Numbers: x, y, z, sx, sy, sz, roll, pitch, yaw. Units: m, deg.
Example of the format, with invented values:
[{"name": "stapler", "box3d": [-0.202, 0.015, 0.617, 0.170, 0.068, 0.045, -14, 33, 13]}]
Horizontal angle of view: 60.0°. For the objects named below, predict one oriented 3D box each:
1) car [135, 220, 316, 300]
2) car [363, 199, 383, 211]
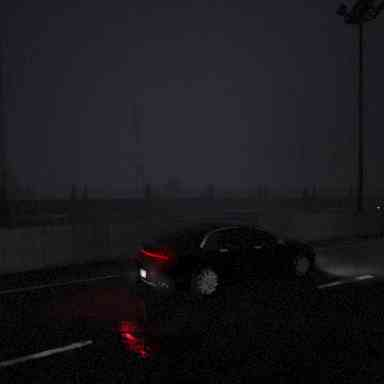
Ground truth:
[{"name": "car", "box3d": [1.023, 1.478, 8.342, 4.892, 1.490, 1.837, 0, 0, -32]}, {"name": "car", "box3d": [18.654, 1.395, 31.653, 5.008, 1.535, 1.882, 0, 0, -17]}]
